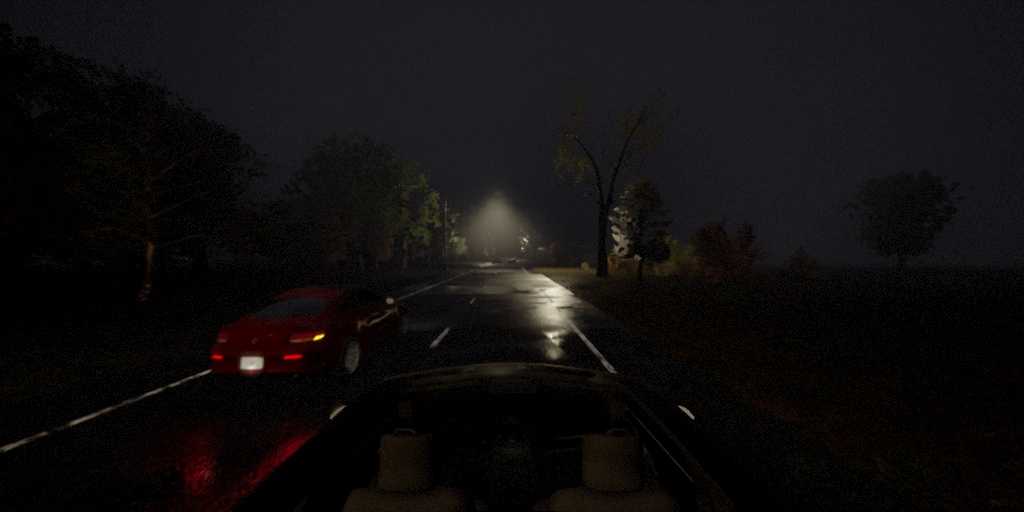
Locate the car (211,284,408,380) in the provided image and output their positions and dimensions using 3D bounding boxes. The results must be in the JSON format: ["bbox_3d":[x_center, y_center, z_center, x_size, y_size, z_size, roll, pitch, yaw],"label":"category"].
[{"bbox_3d":[-3.502,1.285,7.137,1.812,1.442,4.674,0,0,0],"label":"car"}]
